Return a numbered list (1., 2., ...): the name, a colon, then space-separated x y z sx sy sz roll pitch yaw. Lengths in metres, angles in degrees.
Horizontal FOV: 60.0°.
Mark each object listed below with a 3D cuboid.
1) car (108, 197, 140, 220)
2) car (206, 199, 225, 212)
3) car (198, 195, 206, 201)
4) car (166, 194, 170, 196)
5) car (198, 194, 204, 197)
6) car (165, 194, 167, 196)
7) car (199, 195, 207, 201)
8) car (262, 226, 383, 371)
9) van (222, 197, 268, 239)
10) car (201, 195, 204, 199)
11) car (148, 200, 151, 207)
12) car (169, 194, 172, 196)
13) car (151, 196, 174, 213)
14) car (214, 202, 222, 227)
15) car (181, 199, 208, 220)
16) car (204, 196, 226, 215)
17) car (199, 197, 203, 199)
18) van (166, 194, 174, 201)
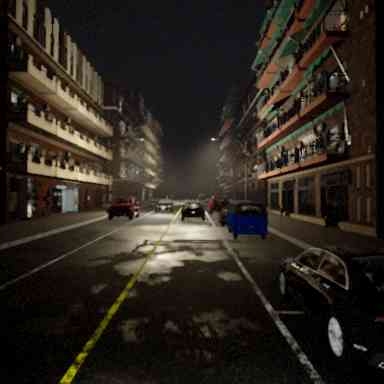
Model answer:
1. car: -5.676 1.334 28.324 2.192 1.841 5.009 1 0 0
2. car: 2.699 1.594 39.608 1.947 1.339 4.313 1 0 0
3. car: 2.703 1.646 90.564 1.947 1.339 4.313 1 0 0
4. car: -5.682 1.593 62.293 1.887 1.381 4.507 1 0 0
5. car: 2.698 1.592 79.411 1.752 1.417 4.829 1 0 0
6. car: -5.683 1.568 56.462 1.752 1.417 4.829 1 0 0
7. car: 2.700 1.618 84.902 1.887 1.381 4.507 1 0 0
8. car: 2.702 1.554 5.638 2.008 1.369 4.403 1 0 0
9. van: 2.704 1.351 16.961 1.690 1.788 3.998 1 0 0
10. car: 2.699 1.588 50.932 2.008 1.369 4.403 1 0 0
11. car: -5.682 1.589 50.970 2.008 1.369 4.403 1 0 0
12. car: -5.682 1.495 67.956 1.967 1.590 4.097 1 0 0
13. car: -3.014 1.519 37.484 2.128 1.511 4.902 0 0 0
14. car: 2.700 1.596 22.622 1.802 1.307 4.206 1 0 0
15. car: 0.100 1.583 28.569 1.994 1.385 4.181 0 0 0
16. car: 2.703 1.339 33.946 2.192 1.841 5.009 1 0 0
17. car: 0.099 1.632 43.859 1.895 1.301 4.718 0 0 0
18. van: -5.681 1.415 84.940 1.690 1.788 3.998 1 0 0
